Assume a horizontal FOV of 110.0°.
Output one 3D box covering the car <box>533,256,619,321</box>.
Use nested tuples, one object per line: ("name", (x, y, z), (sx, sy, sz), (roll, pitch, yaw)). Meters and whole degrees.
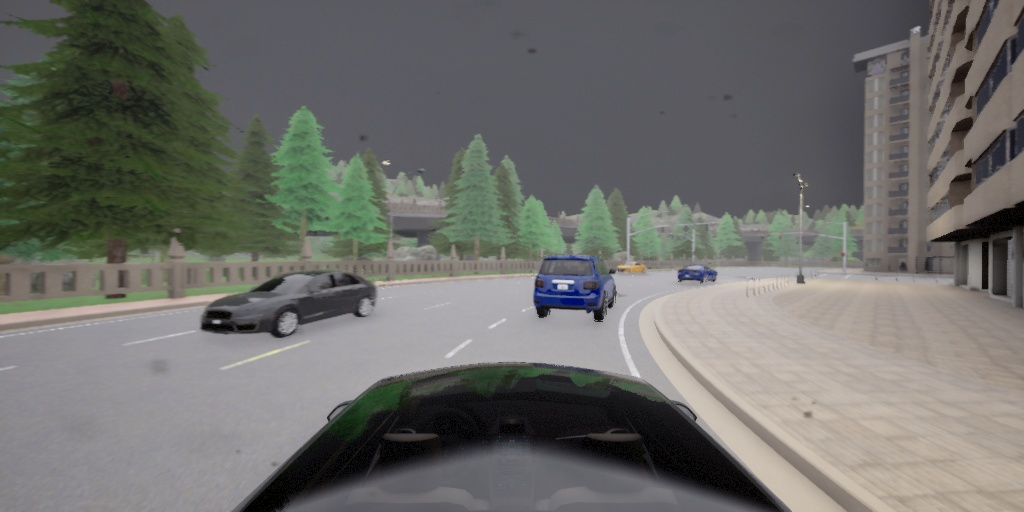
("car", (2.438, 1.011, 12.992), (2.150, 2.045, 5.566), (0, 0, 21))

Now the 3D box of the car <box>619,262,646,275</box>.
("car", (14.443, 1.444, 43.546), (5.008, 1.535, 1.882), (1, 0, -44))

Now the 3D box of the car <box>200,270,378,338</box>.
("car", (-5.809, 1.188, 10.128), (1.837, 1.490, 4.892), (0, 0, 14))

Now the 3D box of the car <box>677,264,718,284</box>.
("car", (15.474, 1.446, 29.796), (5.008, 1.535, 1.882), (1, 0, -45))
